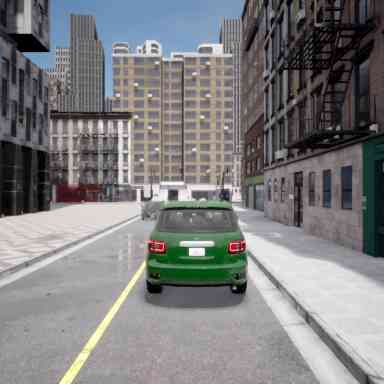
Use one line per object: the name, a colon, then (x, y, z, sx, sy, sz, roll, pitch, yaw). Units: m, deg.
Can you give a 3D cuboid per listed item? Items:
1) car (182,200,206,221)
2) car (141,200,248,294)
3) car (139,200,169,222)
car: (0.178, 1.488, 28.135, 1.837, 1.490, 4.892, 0, 0, 0)
car: (0.118, 1.220, 8.955, 2.150, 2.045, 5.566, 0, 0, 1)
car: (-3.023, 1.489, 27.371, 1.837, 1.490, 4.892, 0, 0, 0)
